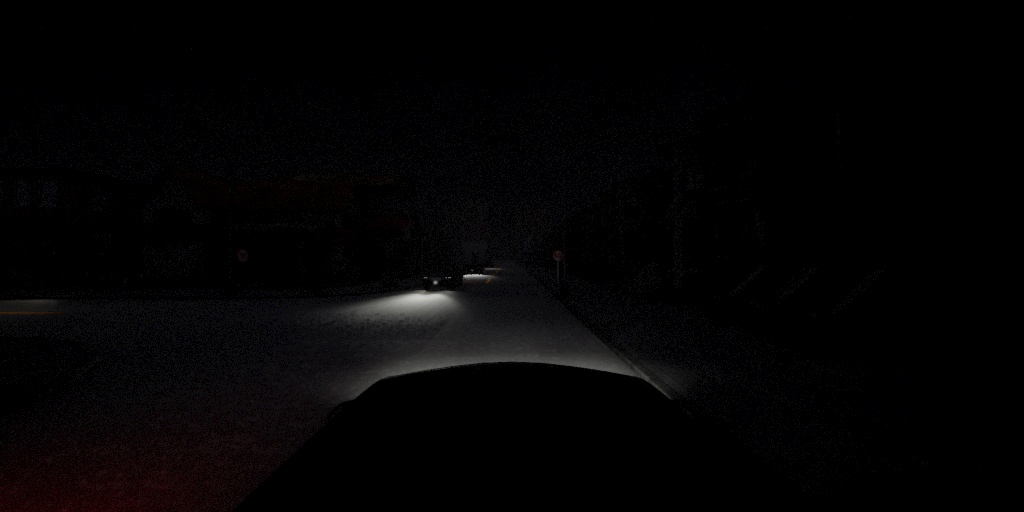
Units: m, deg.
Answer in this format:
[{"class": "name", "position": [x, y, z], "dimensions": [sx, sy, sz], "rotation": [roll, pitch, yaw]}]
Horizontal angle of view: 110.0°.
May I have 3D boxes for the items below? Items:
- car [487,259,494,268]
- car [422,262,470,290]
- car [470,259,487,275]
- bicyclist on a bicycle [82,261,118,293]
[{"class": "car", "position": [-4.096, 1.228, 59.641], "dimensions": [1.882, 1.535, 5.008], "rotation": [0, 0, 0]}, {"class": "car", "position": [-4.242, 1.241, 22.640], "dimensions": [2.128, 1.511, 4.902], "rotation": [0, 0, 2]}, {"class": "car", "position": [-4.152, 1.314, 39.263], "dimensions": [1.994, 1.385, 4.181], "rotation": [0, 0, 0]}, {"class": "bicyclist on a bicycle", "position": [-21.605, 1.099, 18.841], "dimensions": [0.582, 1.620, 1.656], "rotation": [0, 0, 0]}]
